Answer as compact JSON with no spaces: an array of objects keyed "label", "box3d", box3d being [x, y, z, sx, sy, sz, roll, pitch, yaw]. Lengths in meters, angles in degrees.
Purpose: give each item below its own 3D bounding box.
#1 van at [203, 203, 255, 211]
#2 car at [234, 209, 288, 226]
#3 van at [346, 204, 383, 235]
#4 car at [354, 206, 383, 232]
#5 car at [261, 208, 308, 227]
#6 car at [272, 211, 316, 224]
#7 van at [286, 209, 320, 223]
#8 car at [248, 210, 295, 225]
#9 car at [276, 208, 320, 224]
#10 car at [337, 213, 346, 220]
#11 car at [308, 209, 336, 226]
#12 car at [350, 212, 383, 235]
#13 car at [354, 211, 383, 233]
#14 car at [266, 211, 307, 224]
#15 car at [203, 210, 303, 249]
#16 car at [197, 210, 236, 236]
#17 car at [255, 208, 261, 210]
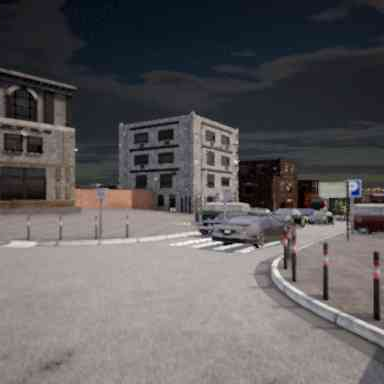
[{"label":"van","box3d":[2.820,1.945,28.933,4.442,1.987,1.878,0,-3,33]},{"label":"car","box3d":[7.410,2.711,36.031,5.366,1.575,1.946,0,-4,33]},{"label":"van","box3d":[11.930,1.732,19.924,4.442,1.987,1.878,0,-3,33]},{"label":"car","box3d":[16.395,2.202,26.973,5.566,2.045,2.435,0,-4,33]},{"label":"car","box3d":[7.940,2.143,28.159,2.097,1.767,4.553,0,-4,33]},{"label":"car","box3d":[13.844,3.460,45.132,5.366,1.575,1.946,0,-4,33]},{"label":"van","box3d":[16.592,3.607,49.859,4.442,1.987,1.878,0,-4,33]},{"label":"car","box3d":[9.120,2.930,38.238,4.792,1.488,2.163,0,-4,33]},{"label":"car","box3d":[15.135,3.393,47.485,5.566,2.045,2.435,0,-4,33]},{"label":"car","box3d":[38.849,6.301,83.516,5.566,2.045,2.435,0,-4,33]},{"label":"car","box3d":[15.178,3.015,39.123,2.097,1.767,4.553,0,-4,34]},{"label":"car","box3d":[13.381,2.132,22.284,4.792,1.488,2.163,0,-4,33]},{"label":"car","box3d":[14.910,2.273,24.663,5.008,1.535,2.097,0,-4,33]},{"label":"car","box3d":[12.090,3.308,42.799,4.674,1.452,2.002,0,-4,33]},{"label":"car","box3d":[3.062,1.739,15.553,2.033,1.411,5.357,-1,-2,40]},{"label":"car","box3d":[2.275,1.903,19.615,1.895,1.301,4.718,-1,-2,35]},{"label":"car","box3d":[5.994,2.391,33.487,4.553,1.767,2.185,0,-4,33]}]
